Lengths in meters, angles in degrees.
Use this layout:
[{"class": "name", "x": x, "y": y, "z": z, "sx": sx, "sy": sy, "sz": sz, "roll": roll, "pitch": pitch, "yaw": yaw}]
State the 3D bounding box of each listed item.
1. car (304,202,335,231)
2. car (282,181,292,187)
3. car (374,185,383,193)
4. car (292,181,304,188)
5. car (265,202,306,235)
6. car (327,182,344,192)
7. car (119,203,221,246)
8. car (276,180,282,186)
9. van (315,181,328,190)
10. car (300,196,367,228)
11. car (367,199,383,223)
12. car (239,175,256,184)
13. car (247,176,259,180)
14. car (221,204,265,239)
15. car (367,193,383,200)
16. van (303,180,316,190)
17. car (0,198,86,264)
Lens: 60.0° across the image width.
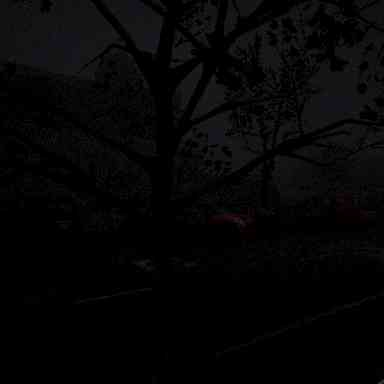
[{"class": "car", "x": 5.978, "y": 1.556, "z": 20.807, "sx": 4.792, "sy": 1.488, "sz": 2.163, "roll": -1, "pitch": -1, "yaw": 35}, {"class": "car", "x": 24.367, "y": -1.876, "z": 81.124, "sx": 2.002, "sy": 1.452, "sz": 4.674, "roll": 7, "pitch": 3, "yaw": 35}, {"class": "car", "x": 36.461, "y": -0.259, "z": 63.845, "sx": 2.435, "sy": 2.045, "sz": 5.566, "roll": 7, "pitch": 3, "yaw": 35}, {"class": "car", "x": 26.197, "y": -1.645, "z": 78.802, "sx": 1.946, "sy": 1.575, "sz": 5.366, "roll": 7, "pitch": 3, "yaw": 35}, {"class": "car", "x": 3.558, "y": 1.517, "z": 19.062, "sx": 4.892, "sy": 1.521, "sz": 2.231, "roll": -1, "pitch": -1, "yaw": 35}, {"class": "car", "x": 31.255, "y": -0.826, "z": 71.234, "sx": 2.231, "sy": 1.521, "sz": 4.892, "roll": 7, "pitch": 3, "yaw": 35}, {"class": "car", "x": -1.305, "y": 1.373, "z": 15.555, "sx": 4.553, "sy": 1.767, "sz": 2.185, "roll": -1, "pitch": -1, "yaw": 35}, {"class": "car", "x": 22.626, "y": -2.150, "z": 83.587, "sx": 2.002, "sy": 1.452, "sz": 4.674, "roll": 7, "pitch": 3, "yaw": 35}, {"class": "van", "x": 29.497, "y": -1.324, "z": 73.598, "sx": 1.878, "sy": 1.987, "sz": 4.442, "roll": 7, "pitch": 3, "yaw": 35}, {"class": "car", "x": 8.424, "y": 1.288, "z": 22.552, "sx": 5.566, "sy": 2.045, "sz": 2.435, "roll": -1, "pitch": -1, "yaw": 35}, {"class": "car", "x": 10.744, "y": 1.551, "z": 24.378, "sx": 5.366, "sy": 1.575, "sz": 1.946, "roll": -1, "pitch": -1, "yaw": 35}, {"class": "car", "x": 15.677, "y": -3.532, "z": 93.362, "sx": 2.435, "sy": 2.045, "sz": 5.566, "roll": 7, "pitch": 3, "yaw": 34}, {"class": "car", "x": 17.526, "y": -3.008, "z": 91.101, "sx": 1.946, "sy": 1.575, "sz": 5.366, "roll": 7, "pitch": 3, "yaw": 34}, {"class": "car", "x": 1.091, "y": 1.381, "z": 17.338, "sx": 4.553, "sy": 1.767, "sz": 2.185, "roll": -1, "pitch": -1, "yaw": 35}, {"class": "car", "x": 15.780, "y": 1.327, "z": 27.761, "sx": 5.566, "sy": 2.045, "sz": 2.435, "roll": -1, "pitch": -1, "yaw": 35}, {"class": "van", "x": 27.770, "y": -1.597, "z": 76.070, "sx": 1.878, "sy": 1.987, "sz": 4.442, "roll": 7, "pitch": 3, "yaw": 35}, {"class": "car", "x": -6.248, "y": 1.241, "z": 12.106, "sx": 5.566, "sy": 2.045, "sz": 2.435, "roll": -1, "pitch": 0, "yaw": 35}]
